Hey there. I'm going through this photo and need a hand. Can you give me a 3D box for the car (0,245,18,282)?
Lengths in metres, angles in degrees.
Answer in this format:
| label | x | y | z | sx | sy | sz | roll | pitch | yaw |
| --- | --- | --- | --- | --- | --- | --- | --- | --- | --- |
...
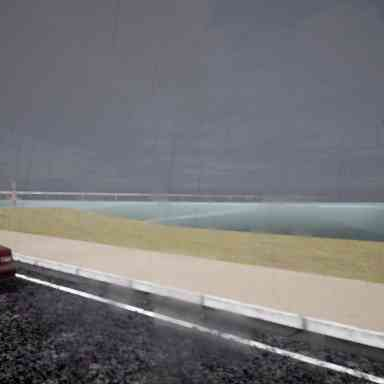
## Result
| label | x | y | z | sx | sy | sz | roll | pitch | yaw |
| --- | --- | --- | --- | --- | --- | --- | --- | --- | --- |
| car | -6.459 | 1.521 | 8.284 | 5.357 | 1.411 | 2.033 | 0 | 0 | 36 |
